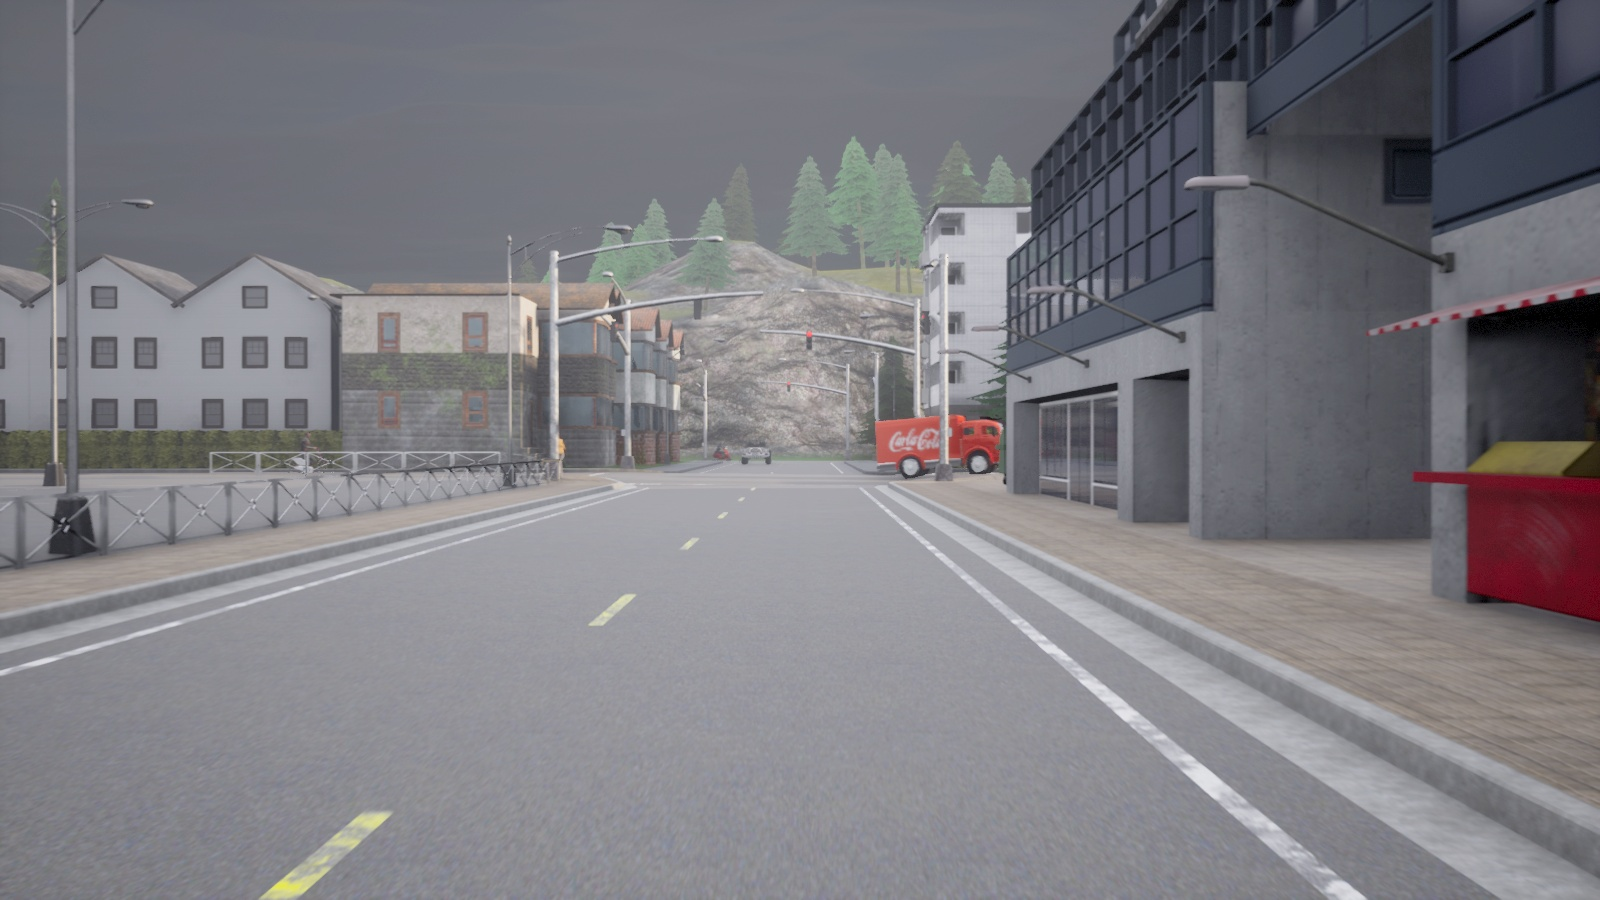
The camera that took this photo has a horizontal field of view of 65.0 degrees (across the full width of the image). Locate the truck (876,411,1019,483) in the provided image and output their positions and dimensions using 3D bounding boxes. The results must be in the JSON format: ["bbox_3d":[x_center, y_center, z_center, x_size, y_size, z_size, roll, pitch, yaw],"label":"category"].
[{"bbox_3d":[5.974,-0.126,50.546,5.204,2.467,2.627,-4,-1,15],"label":"truck"}]

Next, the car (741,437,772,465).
[{"bbox_3d":[-2.987,0.075,86.164,1.932,1.855,4.605,0,0,1],"label":"car"}]

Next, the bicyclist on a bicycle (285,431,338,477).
[{"bbox_3d":[-19.167,0.148,49.283,1.843,1.776,0.659,0,0,0],"label":"bicyclist on a bicycle"}]
